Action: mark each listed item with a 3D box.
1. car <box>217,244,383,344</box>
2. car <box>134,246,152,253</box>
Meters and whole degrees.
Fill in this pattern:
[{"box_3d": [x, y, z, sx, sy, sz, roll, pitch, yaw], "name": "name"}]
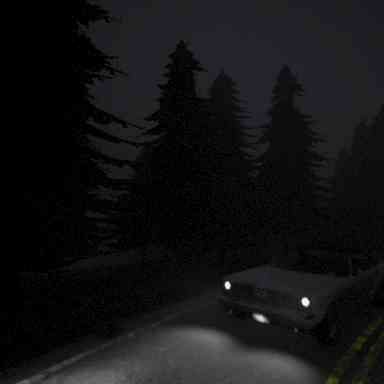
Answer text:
[{"box_3d": [2.625, 1.822, 6.984, 1.895, 1.301, 4.718, -2, -4, 43], "name": "car"}, {"box_3d": [-10.139, 11.874, 69.166, 4.181, 1.381, 1.994, -2, -4, 42], "name": "car"}]
